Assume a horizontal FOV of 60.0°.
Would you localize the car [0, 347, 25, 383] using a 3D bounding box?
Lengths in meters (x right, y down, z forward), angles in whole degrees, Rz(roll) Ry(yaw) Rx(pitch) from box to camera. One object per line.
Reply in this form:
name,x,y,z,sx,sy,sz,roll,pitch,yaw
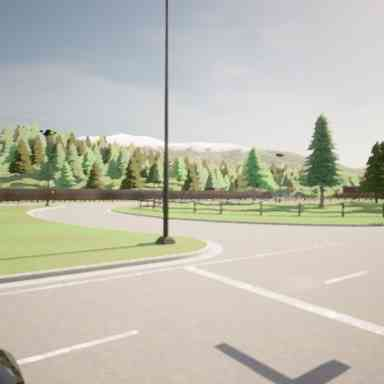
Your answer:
car,-3.333,1.491,1.368,4.892,1.490,1.837,0,0,-35
